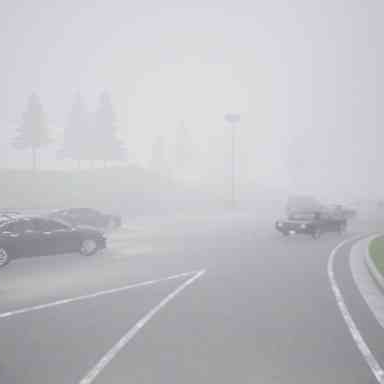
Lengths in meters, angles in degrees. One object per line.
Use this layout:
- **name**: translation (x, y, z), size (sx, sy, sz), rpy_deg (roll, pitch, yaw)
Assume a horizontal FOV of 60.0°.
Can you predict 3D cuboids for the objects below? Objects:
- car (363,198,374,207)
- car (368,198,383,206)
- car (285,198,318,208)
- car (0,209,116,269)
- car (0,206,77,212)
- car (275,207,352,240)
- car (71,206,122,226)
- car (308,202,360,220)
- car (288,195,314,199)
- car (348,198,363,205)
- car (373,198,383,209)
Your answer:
- **car**: translation (30.981, 1.844, 55.458), size (5.357, 1.411, 2.033), rpy_deg (0, 0, -43)
- **car**: translation (36.499, 1.875, 65.630), size (4.674, 1.442, 1.812), rpy_deg (0, 0, -43)
- **car**: translation (10.660, 1.653, 31.427), size (4.902, 1.511, 2.128), rpy_deg (0, 0, -43)
- **car**: translation (-5.349, 1.557, 11.474), size (4.892, 1.490, 1.837), rpy_deg (0, 0, -43)
- **car**: translation (-7.772, 1.555, 13.998), size (4.902, 1.511, 2.128), rpy_deg (0, 0, -43)
- **car**: translation (6.538, 1.694, 17.897), size (4.718, 1.301, 1.895), rpy_deg (0, 0, -43)
- **car**: translation (-6.577, 1.598, 19.947), size (4.892, 1.490, 1.837), rpy_deg (0, 0, -43)
- **car**: translation (12.011, 1.747, 27.888), size (4.718, 1.301, 1.895), rpy_deg (0, 0, -43)
- **car**: translation (13.041, 1.420, 38.497), size (5.566, 2.045, 2.150), rpy_deg (0, 0, -43)
- **car**: translation (29.105, 1.802, 58.503), size (4.902, 1.511, 2.128), rpy_deg (0, 0, -43)
- **car**: translation (28.670, 1.738, 48.456), size (5.008, 1.535, 1.882), rpy_deg (1, -1, -43)
